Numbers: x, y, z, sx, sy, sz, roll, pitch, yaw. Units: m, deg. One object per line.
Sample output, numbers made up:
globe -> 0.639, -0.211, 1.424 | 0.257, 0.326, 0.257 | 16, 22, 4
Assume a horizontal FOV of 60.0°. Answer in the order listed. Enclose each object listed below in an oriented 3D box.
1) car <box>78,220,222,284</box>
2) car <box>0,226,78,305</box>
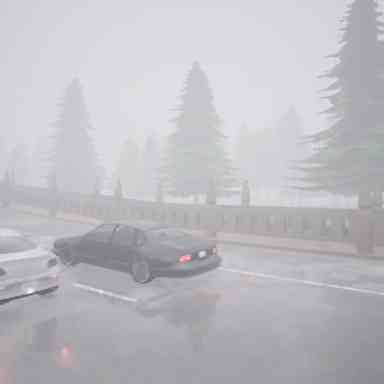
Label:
car -> -1.796, 1.519, 9.505 | 5.357, 1.411, 2.033 | 1, 0, 36
car -> -4.781, 1.481, 7.333 | 4.674, 1.442, 1.812 | 1, 1, 36
